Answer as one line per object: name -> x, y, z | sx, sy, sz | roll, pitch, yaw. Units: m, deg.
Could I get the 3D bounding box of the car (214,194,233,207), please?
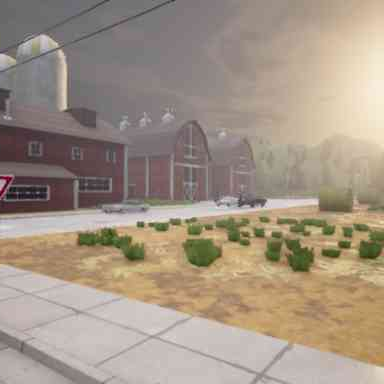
car -> 5.232, 1.360, 47.824 | 1.812, 1.442, 4.674 | 0, 0, 35

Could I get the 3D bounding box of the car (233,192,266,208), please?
car -> 8.358, 1.077, 46.092 | 2.150, 2.045, 5.566 | 0, 1, 35

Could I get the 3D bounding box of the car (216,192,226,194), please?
car -> 4.915, 0.949, 54.681 | 1.905, 1.878, 3.866 | 6, 1, -8

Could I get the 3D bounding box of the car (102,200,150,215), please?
car -> -6.189, 1.433, 31.459 | 1.895, 1.301, 4.718 | 0, 0, 35
